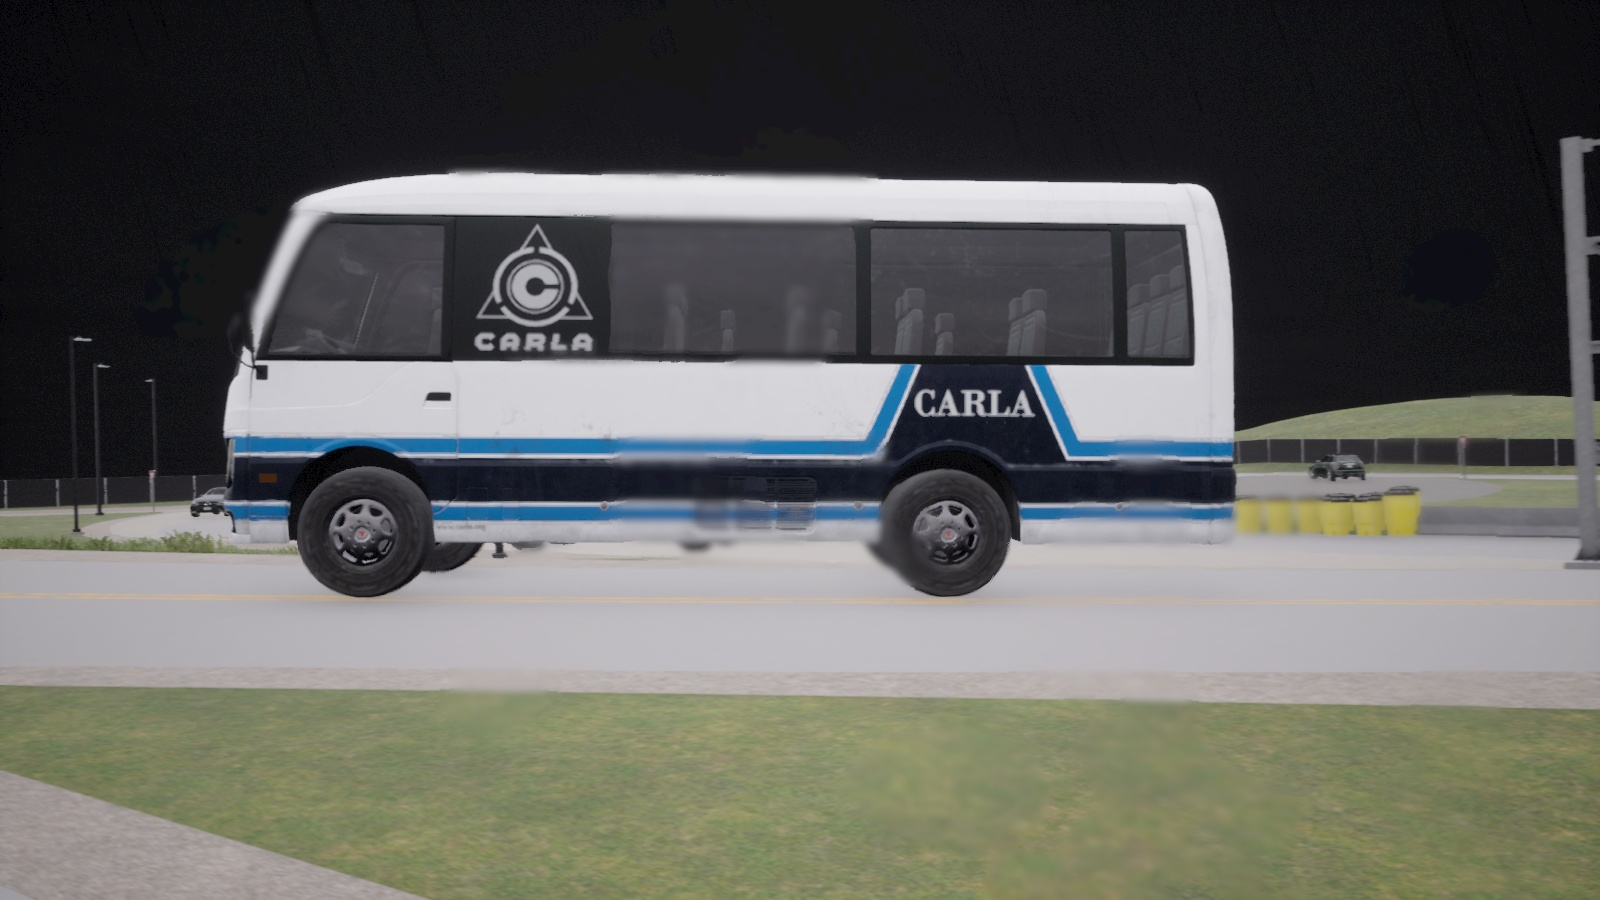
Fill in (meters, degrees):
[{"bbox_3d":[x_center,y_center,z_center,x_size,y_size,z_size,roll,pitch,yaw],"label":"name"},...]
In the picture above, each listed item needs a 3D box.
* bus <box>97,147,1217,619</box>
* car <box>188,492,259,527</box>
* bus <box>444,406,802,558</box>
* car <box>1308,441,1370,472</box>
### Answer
[{"bbox_3d":[-1.318,-0.648,13.598,10.273,4.253,3.944,-1,0,-2],"label":"bus"},{"bbox_3d":[-33.034,3.391,72.112,2.152,1.651,5.027,-2,0,-6],"label":"car"},{"bbox_3d":[-5.483,1.052,39.152,10.273,4.253,3.944,-2,-1,18],"label":"bus"},{"bbox_3d":[33.239,0.400,77.581,2.097,1.767,4.553,-3,0,4],"label":"car"}]
